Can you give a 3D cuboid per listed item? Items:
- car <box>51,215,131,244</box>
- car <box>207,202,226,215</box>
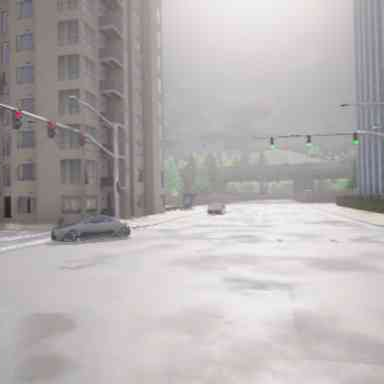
[{"bbox_3d":[-5.500,1.984,18.352,4.181,1.385,1.994,-1,0,-29],"label":"car"},{"bbox_3d":[3.063,2.049,41.003,1.882,1.535,5.008,-1,0,13],"label":"car"}]
